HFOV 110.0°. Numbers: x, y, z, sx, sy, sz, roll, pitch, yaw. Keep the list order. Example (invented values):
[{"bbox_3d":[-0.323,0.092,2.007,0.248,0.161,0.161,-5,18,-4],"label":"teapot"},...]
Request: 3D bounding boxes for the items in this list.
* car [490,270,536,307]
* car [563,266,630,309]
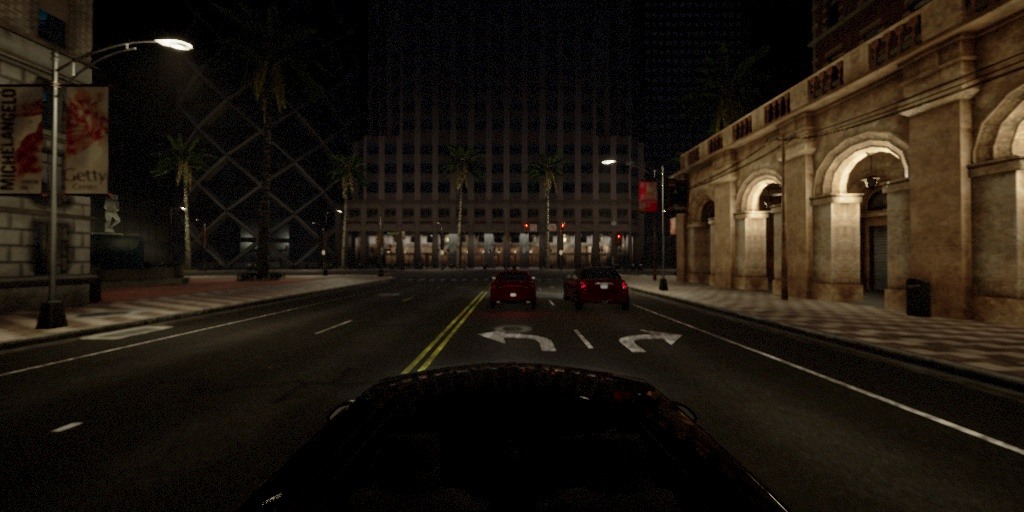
[{"bbox_3d":[0.061,1.363,16.312,1.882,1.535,5.008,0,0,0],"label":"car"},{"bbox_3d":[3.556,1.232,15.899,2.097,1.767,4.553,0,-1,0],"label":"car"}]
